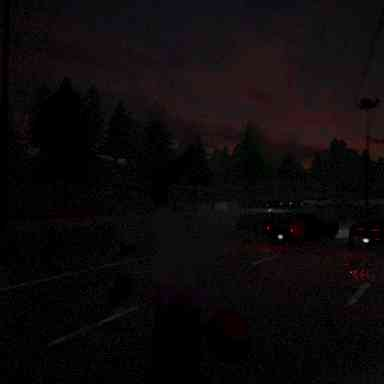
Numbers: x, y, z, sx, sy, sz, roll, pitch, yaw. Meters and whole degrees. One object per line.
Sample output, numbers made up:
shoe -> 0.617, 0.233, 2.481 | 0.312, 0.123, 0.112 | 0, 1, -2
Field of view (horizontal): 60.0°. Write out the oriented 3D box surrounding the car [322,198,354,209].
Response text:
car -> 19.313, 1.832, 43.215 | 4.674, 1.442, 1.812 | 0, 0, -41

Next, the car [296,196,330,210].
car -> 17.297, 1.546, 46.099 | 5.566, 2.045, 2.150 | -1, 0, -41

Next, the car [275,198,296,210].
car -> 14.765, 1.700, 48.533 | 4.553, 1.767, 2.097 | 0, 0, -41

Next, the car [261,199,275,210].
car -> 12.604, 1.873, 51.287 | 4.892, 1.490, 1.837 | 0, 0, -41

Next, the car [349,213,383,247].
car -> 8.908, 1.727, 15.299 | 4.892, 1.490, 1.837 | 0, -1, -43

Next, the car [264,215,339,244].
car -> 5.806, 1.832, 17.244 | 4.718, 1.301, 1.895 | 1, -1, -43
